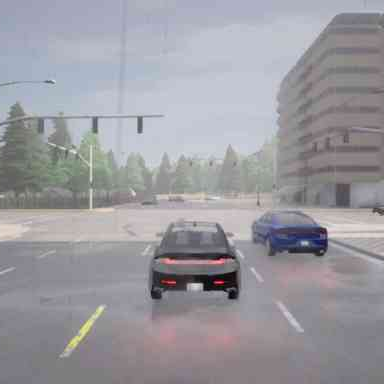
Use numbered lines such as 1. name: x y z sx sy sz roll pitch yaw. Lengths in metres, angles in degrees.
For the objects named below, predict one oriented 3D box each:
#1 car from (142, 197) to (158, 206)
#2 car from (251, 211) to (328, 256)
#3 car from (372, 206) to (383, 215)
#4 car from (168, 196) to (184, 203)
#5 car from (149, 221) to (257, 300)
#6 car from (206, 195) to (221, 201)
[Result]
1. car: -6.762 1.524 53.667 2.033 1.411 5.357 0 0 4
2. car: 3.588 1.472 13.034 1.882 1.535 5.008 0 0 0
3. car: 20.464 1.589 32.116 5.357 1.411 2.033 0 0 0
4. car: -3.313 1.525 68.979 1.994 1.385 4.181 0 0 23
5. car: 0.068 1.488 8.389 2.128 1.511 4.902 0 0 0
6. car: 5.311 1.488 81.886 1.812 1.442 4.674 0 0 42
